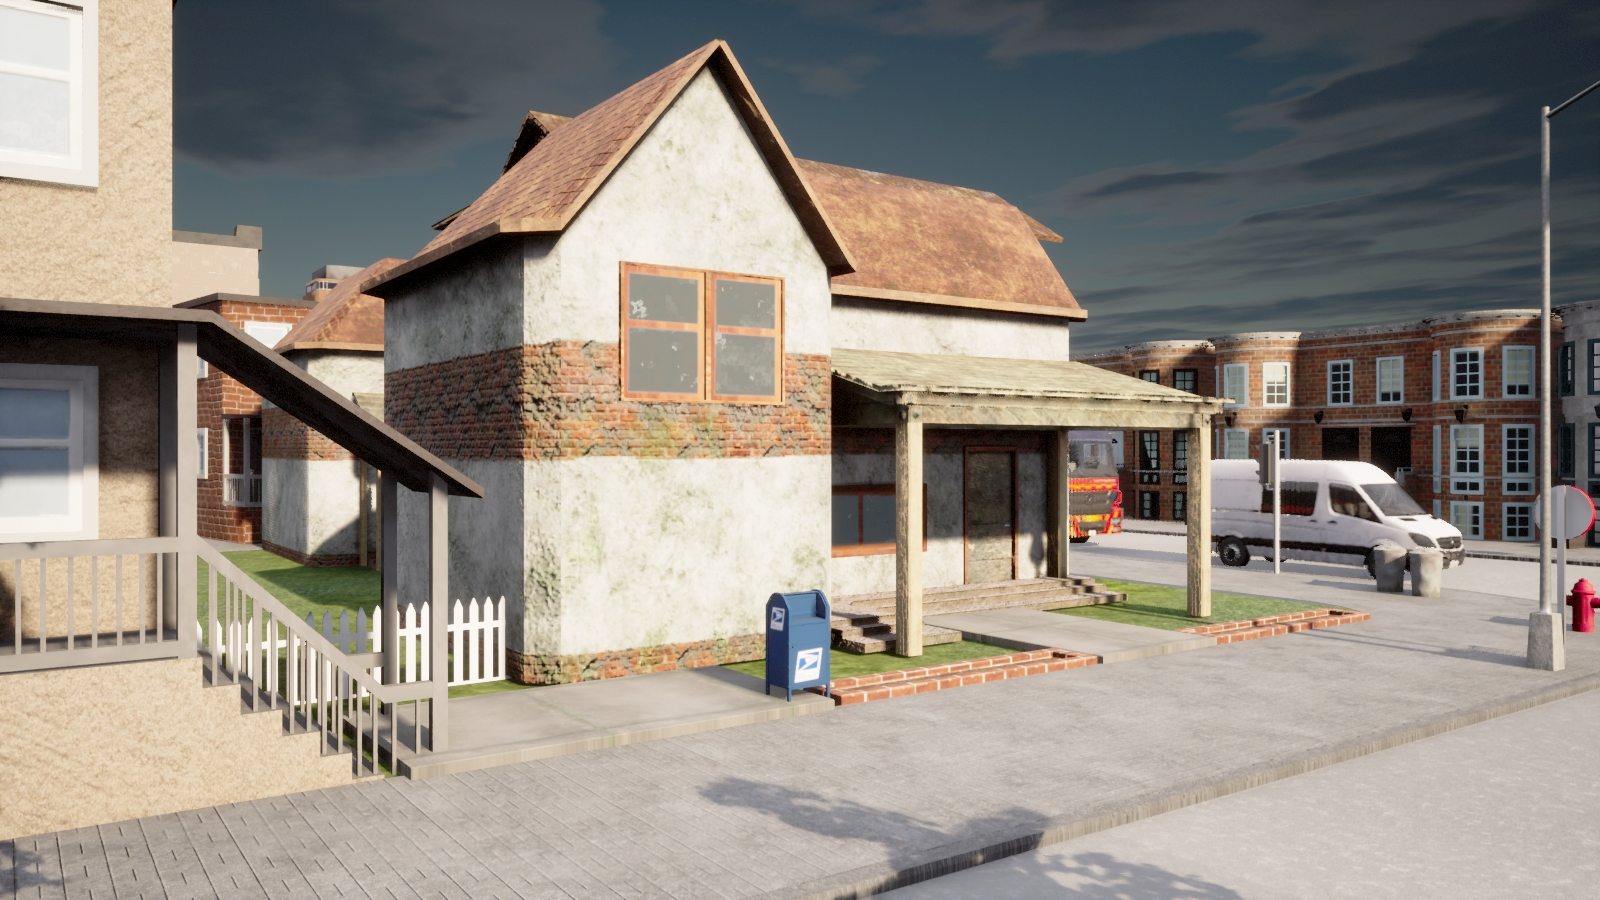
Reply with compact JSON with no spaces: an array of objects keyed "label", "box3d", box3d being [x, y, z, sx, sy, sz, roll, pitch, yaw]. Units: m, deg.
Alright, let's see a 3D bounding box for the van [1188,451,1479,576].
[{"label":"van","box3d":[12.120,1.304,26.454,1.988,2.561,5.915,0,0,-34]}]
